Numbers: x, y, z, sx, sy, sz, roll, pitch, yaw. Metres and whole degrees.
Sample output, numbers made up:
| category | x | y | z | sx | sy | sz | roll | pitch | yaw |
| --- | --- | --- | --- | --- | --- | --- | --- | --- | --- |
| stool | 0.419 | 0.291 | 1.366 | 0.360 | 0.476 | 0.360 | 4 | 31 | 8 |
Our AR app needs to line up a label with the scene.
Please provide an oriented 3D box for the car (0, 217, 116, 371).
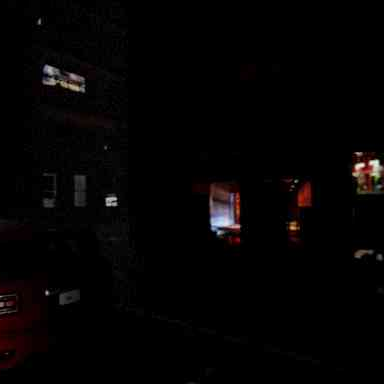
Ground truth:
| category | x | y | z | sx | sy | sz | roll | pitch | yaw |
| --- | --- | --- | --- | --- | --- | --- | --- | --- | --- |
| car | -3.385 | 1.326 | 5.309 | 5.009 | 1.841 | 2.192 | 0 | -1 | 36 |
